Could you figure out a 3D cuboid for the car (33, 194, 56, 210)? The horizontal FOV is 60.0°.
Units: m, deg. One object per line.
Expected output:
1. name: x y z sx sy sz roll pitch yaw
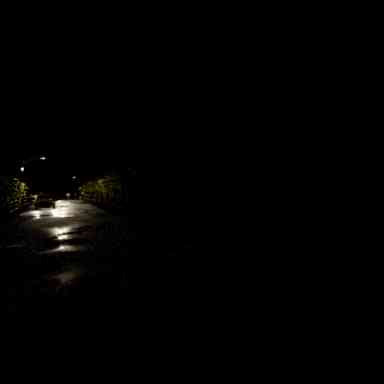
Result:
1. car: -14.872 0.966 33.714 1.882 1.535 5.008 -3 2 -22
